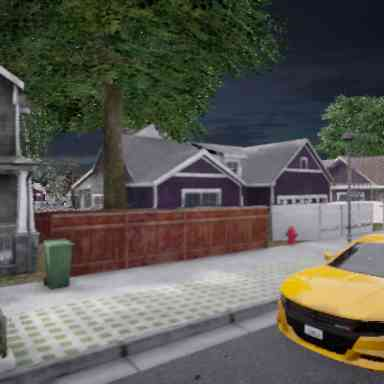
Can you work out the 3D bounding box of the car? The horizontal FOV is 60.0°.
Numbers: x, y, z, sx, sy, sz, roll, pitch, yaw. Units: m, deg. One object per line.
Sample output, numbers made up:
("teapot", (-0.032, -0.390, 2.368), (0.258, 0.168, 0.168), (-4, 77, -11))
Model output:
("car", (3.552, 1.486, 5.642), (5.008, 1.535, 1.882), (0, 0, -36))
